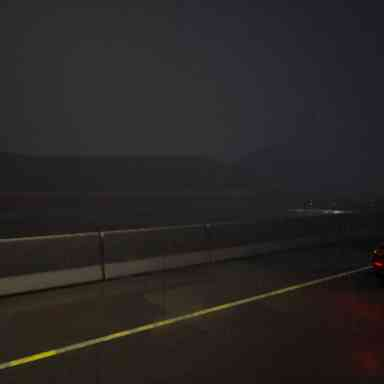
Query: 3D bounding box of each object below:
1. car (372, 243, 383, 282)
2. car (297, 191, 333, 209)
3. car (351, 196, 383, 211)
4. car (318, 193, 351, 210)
[{"bbox_3d":[6.202,1.444,8.096,4.674,1.442,1.812,-1,1,-35],"label":"car"},{"bbox_3d":[15.171,0.917,40.304,5.566,2.045,2.150,-1,1,-36],"label":"car"},{"bbox_3d":[18.939,1.179,34.424,5.008,1.535,1.882,0,0,-36],"label":"car"},{"bbox_3d":[16.624,1.210,37.069,4.892,1.490,1.837,0,0,-36],"label":"car"}]
